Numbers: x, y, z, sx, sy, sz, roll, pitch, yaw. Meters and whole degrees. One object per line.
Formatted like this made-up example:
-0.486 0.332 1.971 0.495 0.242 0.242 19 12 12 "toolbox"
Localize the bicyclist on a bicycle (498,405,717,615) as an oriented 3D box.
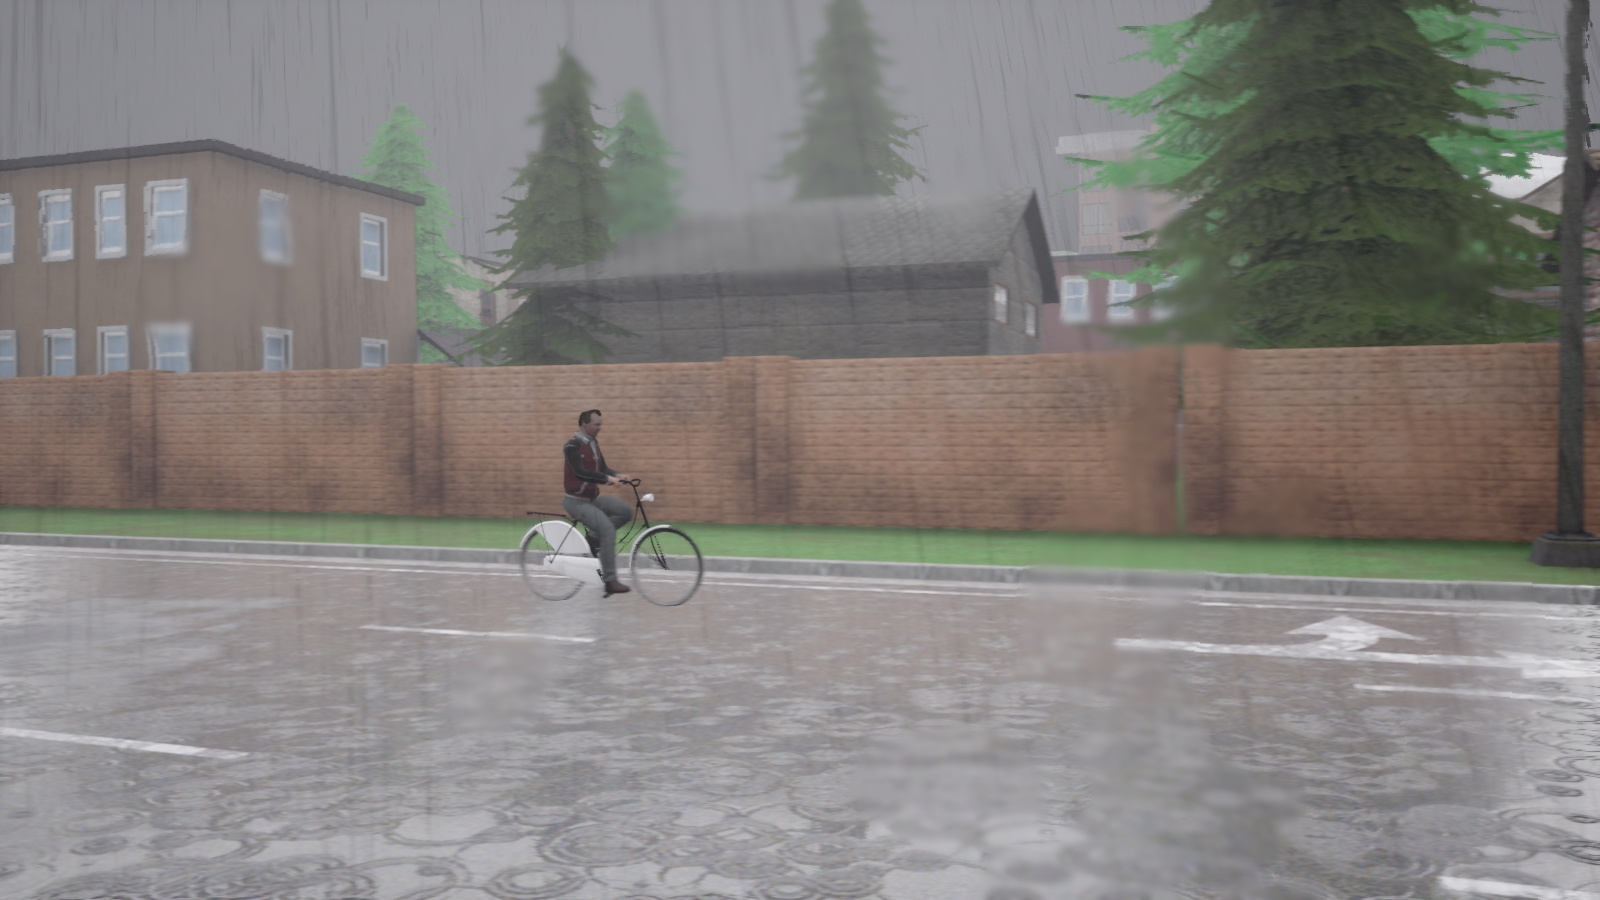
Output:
-1.725 0.500 11.266 1.843 1.776 0.659 0 1 19 "bicyclist on a bicycle"
